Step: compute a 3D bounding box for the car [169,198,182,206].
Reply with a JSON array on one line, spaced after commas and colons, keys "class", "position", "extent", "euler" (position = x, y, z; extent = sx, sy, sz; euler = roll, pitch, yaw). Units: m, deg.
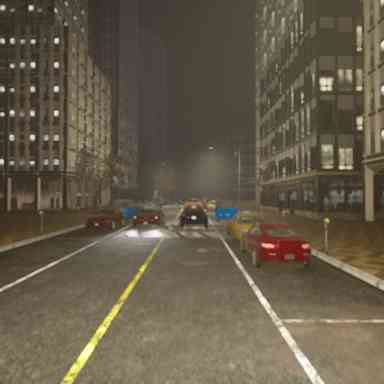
[{"class": "car", "position": [-2.934, 1.903, 64.612], "extent": [1.837, 1.490, 4.892], "euler": [0, 0, 1]}]

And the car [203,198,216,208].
[{"class": "car", "position": [2.771, 1.765, 53.824], "extent": [1.967, 1.590, 4.097], "euler": [1, 0, 0]}]

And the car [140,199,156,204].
[{"class": "car", "position": [-5.632, 1.790, 37.898], "extent": [2.008, 1.369, 4.403], "euler": [1, 0, 0]}]

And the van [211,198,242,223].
[{"class": "van", "position": [2.736, 1.520, 27.255], "extent": [1.690, 1.788, 3.998], "euler": [1, 0, 0]}]

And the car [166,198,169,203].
[{"class": "car", "position": [-5.693, 2.010, 75.087], "extent": [1.802, 1.307, 4.206], "euler": [1, 0, 0]}]

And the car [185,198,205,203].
[{"class": "car", "position": [0.156, 1.611, 41.467], "extent": [2.097, 1.767, 4.553], "euler": [0, 0, 0]}]

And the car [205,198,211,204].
[{"class": "car", "position": [2.756, 1.794, 43.366], "extent": [1.752, 1.417, 4.829], "euler": [1, 0, 0]}]

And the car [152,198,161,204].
[{"class": "car", "position": [-5.625, 1.819, 43.212], "extent": [2.008, 1.369, 4.403], "euler": [1, 0, 0]}]

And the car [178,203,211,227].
[{"class": "car", "position": [0.134, 1.725, 24.353], "extent": [1.994, 1.385, 4.181], "euler": [0, 0, 0]}]

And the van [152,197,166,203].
[{"class": "van", "position": [-5.609, 1.666, 53.840], "extent": [1.690, 1.788, 3.998], "euler": [1, 0, 0]}]

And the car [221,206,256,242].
[{"class": "car", "position": [2.720, 1.640, 16.794], "extent": [1.752, 1.417, 4.829], "euler": [1, 0, 0]}]

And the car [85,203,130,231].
[{"class": "car", "position": [-5.654, 1.692, 21.961], "extent": [1.887, 1.381, 4.507], "euler": [1, 0, 0]}]

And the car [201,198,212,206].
[{"class": "car", "position": [2.785, 1.924, 64.451], "extent": [1.887, 1.381, 4.507], "euler": [1, 0, 0]}]

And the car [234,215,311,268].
[{"class": "car", "position": [2.712, 1.661, 11.311], "extent": [1.802, 1.307, 4.206], "euler": [1, 0, 0]}]

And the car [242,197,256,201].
[{"class": "car", "position": [15.236, 1.911, 90.560], "extent": [4.507, 1.381, 1.887], "euler": [0, -1, 1]}]

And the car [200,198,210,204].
[{"class": "car", "position": [2.910, 1.979, 75.075], "extent": [2.008, 1.369, 4.403], "euler": [1, 0, 0]}]

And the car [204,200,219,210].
[{"class": "car", "position": [2.763, 1.841, 48.510], "extent": [1.887, 1.381, 4.507], "euler": [1, 0, 0]}]

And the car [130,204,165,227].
[{"class": "car", "position": [-3.068, 1.761, 24.154], "extent": [1.895, 1.301, 4.718], "euler": [0, 0, 0]}]

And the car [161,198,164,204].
[{"class": "car", "position": [-5.618, 1.878, 48.524], "extent": [1.802, 1.307, 4.206], "euler": [1, 0, 0]}]

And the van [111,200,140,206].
[{"class": "van", "position": [-5.645, 1.520, 27.274], "extent": [1.690, 1.788, 3.998], "euler": [1, 0, 0]}]
